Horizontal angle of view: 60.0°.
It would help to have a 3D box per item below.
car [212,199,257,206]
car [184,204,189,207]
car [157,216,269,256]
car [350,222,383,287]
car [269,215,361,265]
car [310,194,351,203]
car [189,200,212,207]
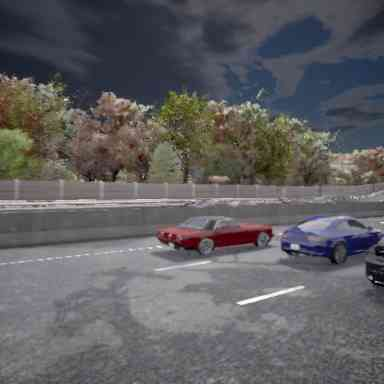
[{"bbox_3d":[4.612,1.558,33.059,4.674,1.442,1.812,0,0,-35],"label":"car"},{"bbox_3d":[1.082,1.600,39.135,4.181,1.385,1.994,0,0,-35],"label":"car"},{"bbox_3d":[1.091,1.609,13.121,4.718,1.301,1.895,0,0,-36],"label":"car"},{"bbox_3d":[6.124,1.514,8.113,4.892,1.490,1.837,0,0,-36],"label":"car"},{"bbox_3d":[5.081,1.537,11.671,4.674,1.442,1.812,0,0,-35],"label":"car"},{"bbox_3d":[15.096,1.281,36.225,5.566,2.045,2.150,1,0,-35],"label":"car"},{"bbox_3d":[2.593,1.526,35.920,4.902,1.511,2.128,0,0,-35],"label":"car"}]
